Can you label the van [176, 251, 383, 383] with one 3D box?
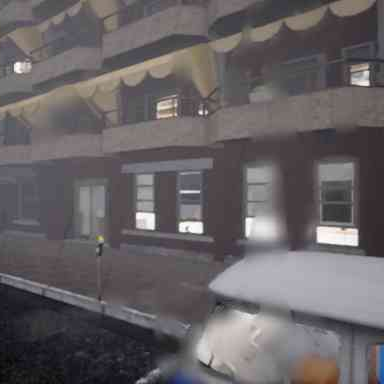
[{"bbox_3d":[1.701,1.338,1.660,3.998,1.788,1.690,-1,0,35],"label":"van"}]
